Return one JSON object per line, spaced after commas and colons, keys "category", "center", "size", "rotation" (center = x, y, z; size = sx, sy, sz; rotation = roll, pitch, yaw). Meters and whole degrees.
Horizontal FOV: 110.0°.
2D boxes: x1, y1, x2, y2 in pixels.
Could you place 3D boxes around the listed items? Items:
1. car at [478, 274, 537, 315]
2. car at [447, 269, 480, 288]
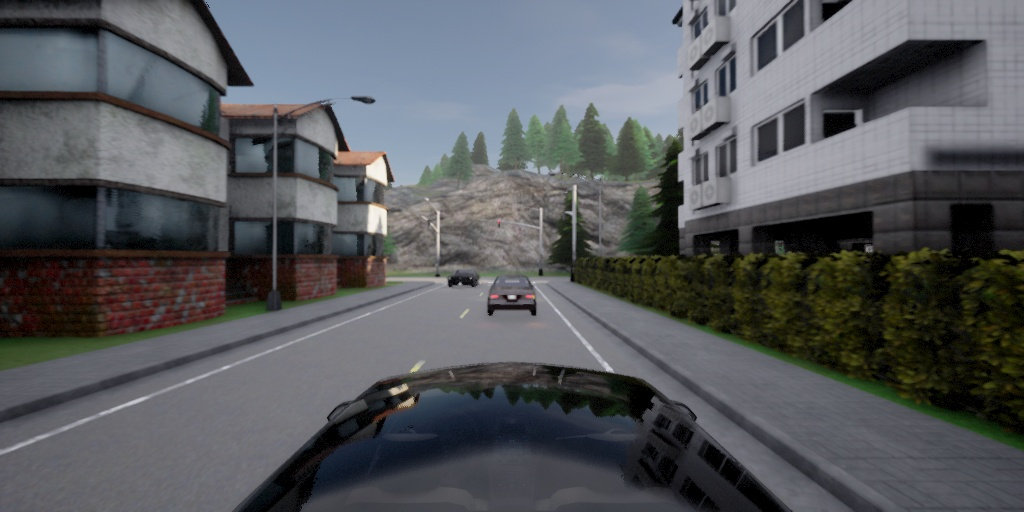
{"category": "car", "center": [0.007, 1.433, 14.346], "size": [2.033, 1.411, 5.357], "rotation": [0, -1, 0]}
{"category": "car", "center": [-3.515, 1.617, 26.604], "size": [1.895, 1.301, 4.718], "rotation": [0, -1, 0]}
